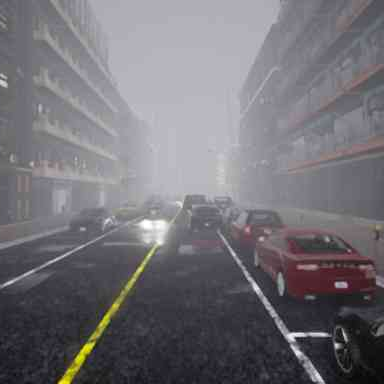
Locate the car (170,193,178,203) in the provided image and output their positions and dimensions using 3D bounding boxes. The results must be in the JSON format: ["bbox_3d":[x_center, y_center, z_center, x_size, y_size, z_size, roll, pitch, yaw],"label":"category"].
[{"bbox_3d":[-2.991,1.413,69.611,1.882,1.535,5.008,0,0,0],"label":"car"}]

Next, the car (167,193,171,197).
[{"bbox_3d":[-5.676,1.250,81.509,2.192,1.841,5.009,0,0,0],"label":"car"}]

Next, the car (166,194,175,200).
[{"bbox_3d":[-5.676,1.369,87.145,1.967,1.590,4.097,0,0,0],"label":"car"}]

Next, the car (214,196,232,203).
[{"bbox_3d":[2.697,1.296,30.776,2.192,1.841,5.009,0,0,0],"label":"car"}]

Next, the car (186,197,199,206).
[{"bbox_3d":[0.007,1.508,54.554,2.033,1.411,5.357,0,0,0],"label":"car"}]

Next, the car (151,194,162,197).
[{"bbox_3d":[-5.683,1.407,47.691,1.967,1.590,4.097,0,0,0],"label":"car"}]

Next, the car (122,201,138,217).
[{"bbox_3d":[-5.685,1.507,30.611,1.752,1.417,4.829,0,0,0],"label":"car"}]

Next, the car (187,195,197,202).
[{"bbox_3d":[0.010,1.392,69.553,2.033,1.411,5.357,0,0,0],"label":"car"}]

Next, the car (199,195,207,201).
[{"bbox_3d":[2.703,1.459,81.674,1.752,1.417,4.829,0,0,0],"label":"car"}]

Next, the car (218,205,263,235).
[{"bbox_3d":[2.694,1.540,19.503,2.008,1.369,4.403,0,0,0],"label":"car"}]

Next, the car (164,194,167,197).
[{"bbox_3d":[-5.681,1.277,53.328,2.192,1.841,5.009,0,0,0],"label":"car"}]

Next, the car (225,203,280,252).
[{"bbox_3d":[2.693,1.433,13.868,1.967,1.590,4.097,0,0,0],"label":"car"}]

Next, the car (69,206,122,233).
[{"bbox_3d":[-5.687,1.556,19.508,1.947,1.339,4.313,0,0,0],"label":"car"}]

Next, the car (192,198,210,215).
[{"bbox_3d":[0.905,1.433,35.191,1.801,1.575,5.366,0,0,0],"label":"car"}]

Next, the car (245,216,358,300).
[{"bbox_3d":[2.692,1.541,8.231,1.887,1.381,4.507,0,0,0],"label":"car"}]

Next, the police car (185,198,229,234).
[{"bbox_3d":[0.764,1.413,19.116,1.930,1.638,5.238,0,0,0],"label":"police car"}]

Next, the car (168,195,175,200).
[{"bbox_3d":[-5.675,1.467,92.783,1.887,1.381,4.507,0,0,0],"label":"car"}]

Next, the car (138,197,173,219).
[{"bbox_3d":[-3.094,1.474,29.207,2.128,1.511,4.902,0,0,0],"label":"car"}]

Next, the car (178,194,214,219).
[{"bbox_3d":[0.437,1.196,29.087,2.150,2.045,5.566,-1,1,6],"label":"car"}]

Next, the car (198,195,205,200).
[{"bbox_3d":[2.705,1.467,92.777,1.887,1.381,4.507,0,0,0],"label":"car"}]

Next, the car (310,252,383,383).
[{"bbox_3d":[2.691,1.565,2.595,1.947,1.339,4.313,0,0,0],"label":"car"}]
